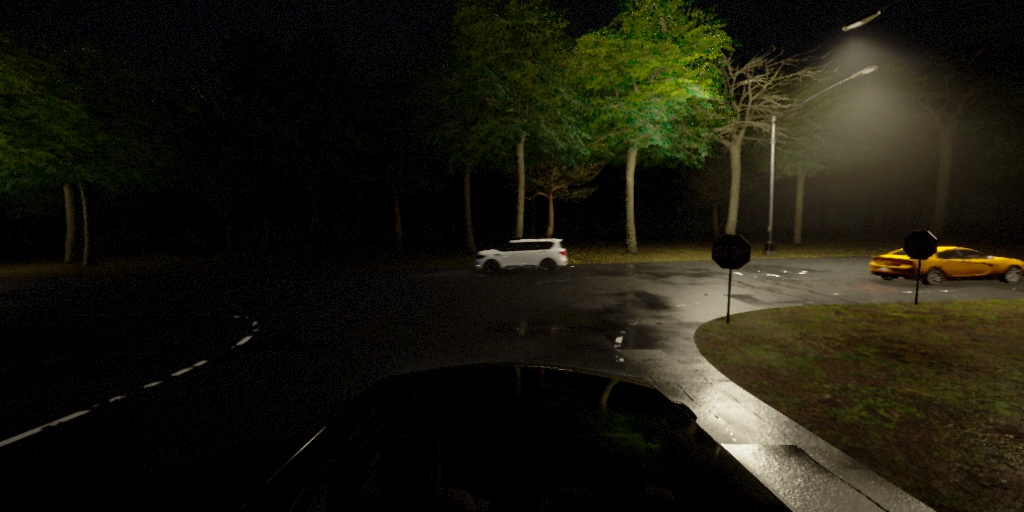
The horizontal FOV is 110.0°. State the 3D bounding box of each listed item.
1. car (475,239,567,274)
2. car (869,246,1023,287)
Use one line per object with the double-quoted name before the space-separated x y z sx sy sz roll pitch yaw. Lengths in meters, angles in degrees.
"car" 0.542 -0.002 21.881 5.566 2.045 2.150 -1 4 0
"car" 17.929 0.317 14.874 5.008 1.535 1.882 -2 5 0
